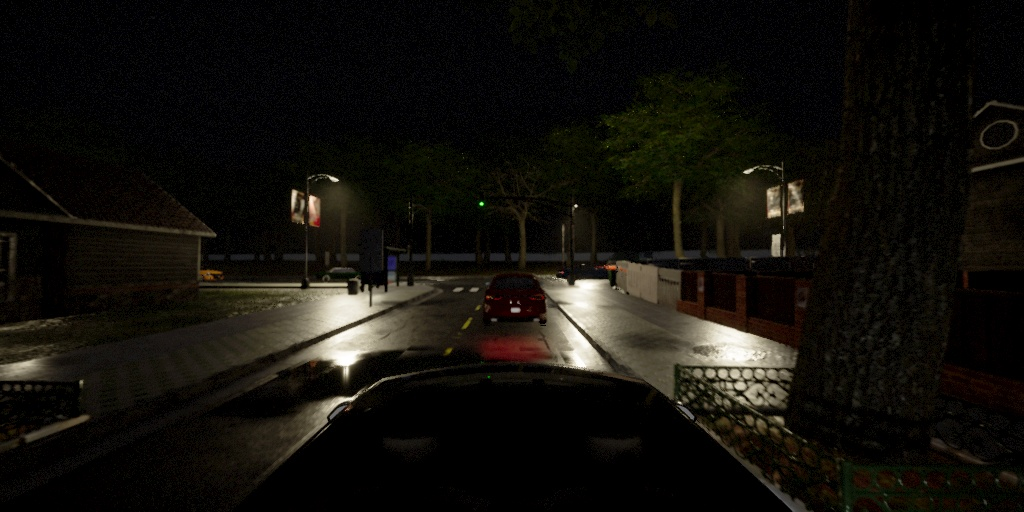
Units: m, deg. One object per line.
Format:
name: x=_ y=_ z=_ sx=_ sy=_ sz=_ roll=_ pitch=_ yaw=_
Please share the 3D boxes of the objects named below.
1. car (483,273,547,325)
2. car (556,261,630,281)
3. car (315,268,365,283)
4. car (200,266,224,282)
car: x=0.093 y=1.328 z=12.254 sx=1.882 sy=1.535 sz=5.008 roll=0 pitch=0 yaw=0
car: x=6.298 y=1.303 z=28.732 sx=5.357 sy=1.411 sz=2.033 roll=-1 pitch=-2 yaw=-7
car: x=-14.579 y=1.673 z=31.649 sx=4.718 sy=1.301 sz=1.895 roll=0 pitch=-2 yaw=3
car: x=-28.364 y=1.518 z=31.679 sx=5.008 sy=1.535 sz=1.882 roll=1 pitch=-2 yaw=0
